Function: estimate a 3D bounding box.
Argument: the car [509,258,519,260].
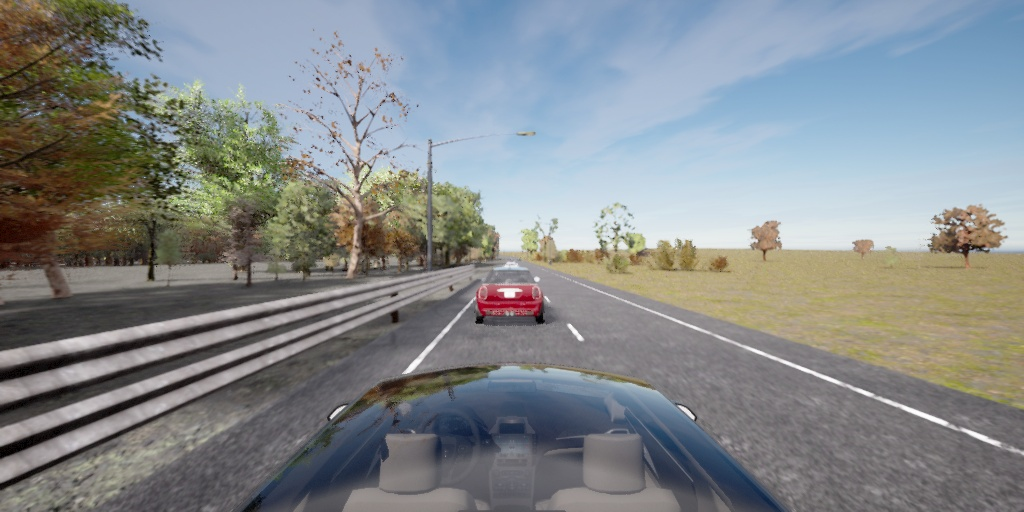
[{"bbox_3d":[-0.078,1.541,64.785,1.812,1.442,4.674,0,0,0],"label":"car"}]

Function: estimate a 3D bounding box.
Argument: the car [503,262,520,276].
[{"bbox_3d":[-0.073,1.454,41.573,1.812,1.442,4.674,0,0,0],"label":"car"}]

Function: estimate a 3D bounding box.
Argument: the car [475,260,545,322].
[{"bbox_3d":[-0.066,1.153,12.593,2.097,1.767,4.553,0,0,0],"label":"car"}]
